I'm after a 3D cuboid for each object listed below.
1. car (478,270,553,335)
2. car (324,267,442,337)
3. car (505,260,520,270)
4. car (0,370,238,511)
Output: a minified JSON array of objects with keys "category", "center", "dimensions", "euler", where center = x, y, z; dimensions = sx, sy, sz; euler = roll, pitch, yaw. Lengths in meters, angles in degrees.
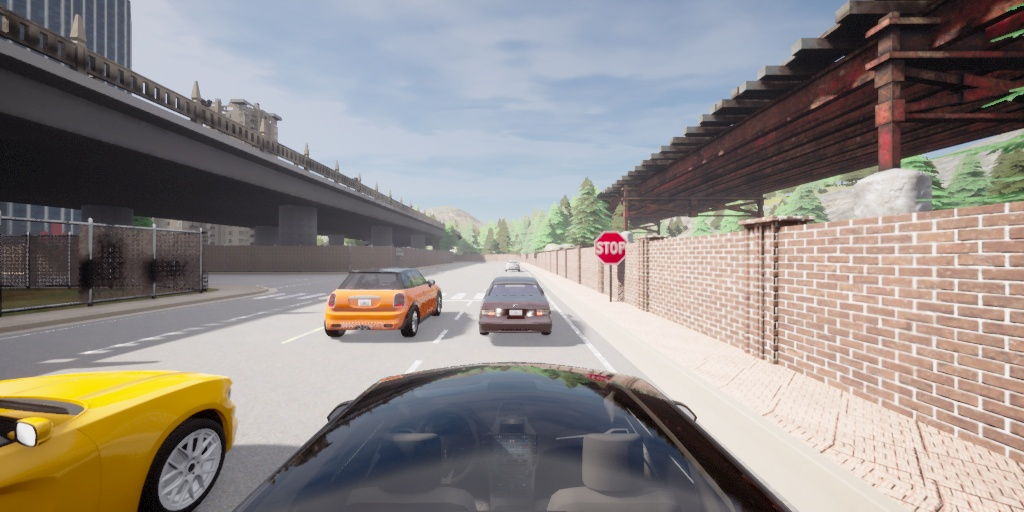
[{"category":"car","center":[0.082,1.296,10.454],"dimensions":[2.033,1.411,5.357],"euler":[0,0,0]},{"category":"car","center":[-3.419,1.101,10.433],"dimensions":[2.097,1.767,4.553],"euler":[0,0,0]},{"category":"car","center":[0.085,1.271,46.320],"dimensions":[1.812,1.442,4.674],"euler":[0,0,-1]},{"category":"car","center":[-3.398,1.228,1.175],"dimensions":[1.882,1.535,5.008],"euler":[0,0,0]}]
